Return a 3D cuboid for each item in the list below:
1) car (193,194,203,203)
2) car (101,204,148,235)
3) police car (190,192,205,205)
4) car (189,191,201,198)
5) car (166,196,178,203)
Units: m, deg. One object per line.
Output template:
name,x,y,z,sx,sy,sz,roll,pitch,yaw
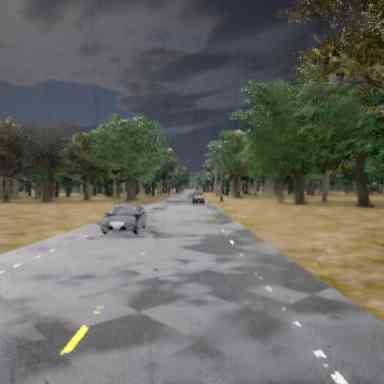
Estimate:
car,1.050,1.202,62.385,1.837,1.490,4.892,0,0,0
car,-3.599,1.414,18.379,2.128,1.511,4.902,0,0,0
police car,1.049,1.180,52.491,1.930,1.638,5.238,0,0,0
car,1.049,0.883,68.416,2.150,2.045,5.566,0,0,0
car,-3.539,1.314,59.515,1.895,1.301,4.718,0,0,1
